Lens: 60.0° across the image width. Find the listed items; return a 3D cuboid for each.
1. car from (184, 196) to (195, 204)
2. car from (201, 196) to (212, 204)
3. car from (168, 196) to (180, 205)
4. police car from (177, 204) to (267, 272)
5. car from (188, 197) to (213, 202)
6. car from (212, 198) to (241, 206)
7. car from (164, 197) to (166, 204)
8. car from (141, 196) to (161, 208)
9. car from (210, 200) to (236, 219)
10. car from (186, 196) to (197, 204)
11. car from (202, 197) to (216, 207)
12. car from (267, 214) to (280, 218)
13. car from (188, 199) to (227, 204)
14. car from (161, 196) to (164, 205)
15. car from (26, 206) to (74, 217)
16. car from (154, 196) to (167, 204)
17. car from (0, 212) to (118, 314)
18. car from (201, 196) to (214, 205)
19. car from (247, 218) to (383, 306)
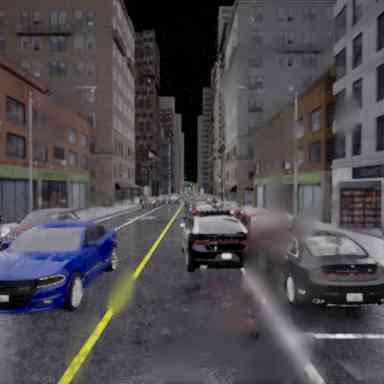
[{"bbox_3d":[-0.068,1.423,49.555,2.128,1.511,4.902,0,0,0],"label":"car"},{"bbox_3d":[2.634,1.464,62.846,1.887,1.381,4.507,-1,0,0],"label":"car"},{"bbox_3d":[-3.135,1.450,57.874,1.812,1.442,4.674,0,0,0],"label":"car"},{"bbox_3d":[0.664,1.405,10.942,1.930,1.638,5.238,0,0,-5],"label":"police car"},{"bbox_3d":[0.850,1.436,26.894,1.882,1.535,5.008,0,0,0],"label":"car"},{"bbox_3d":[2.706,1.402,24.310,1.967,1.590,4.097,-1,0,0],"label":"car"},{"bbox_3d":[-5.881,1.476,57.325,2.008,1.369,4.403,-1,0,0],"label":"car"},{"bbox_3d":[-5.861,1.376,46.314,1.967,1.590,4.097,-1,0,0],"label":"car"},{"bbox_3d":[2.697,1.499,29.815,1.887,1.381,4.507,-1,0,0],"label":"car"},{"bbox_3d":[-0.116,1.426,61.464,1.837,1.490,4.892,0,0,0],"label":"car"},{"bbox_3d":[2.655,1.475,51.835,1.887,1.381,4.507,-1,0,0],"label":"car"},{"bbox_3d":[2.728,1.522,13.300,1.887,1.381,4.507,-1,0,0],"label":"car"},{"bbox_3d":[0.861,1.444,20.894,1.882,1.535,5.008,0,0,0],"label":"car"},{"bbox_3d":[-5.870,1.496,51.820,1.947,1.339,4.313,-1,0,0],"label":"car"},{"bbox_3d":[-5.798,1.418,13.284,1.967,1.590,4.097,-1,0,0],"label":"car"},{"bbox_3d":[-5.891,1.465,62.830,1.887,1.381,4.507,-1,0,0],"label":"car"},{"bbox_3d":[-3.114,1.463,7.922,1.882,1.535,5.008,0,0,0],"label":"car"},{"bbox_3d":[2.644,1.470,57.341,1.887,1.381,4.507,-1,0,0],"label":"car"},{"bbox_3d":[2.739,1.537,7.794,2.008,1.369,4.403,-1,0,0],"label":"car"}]
